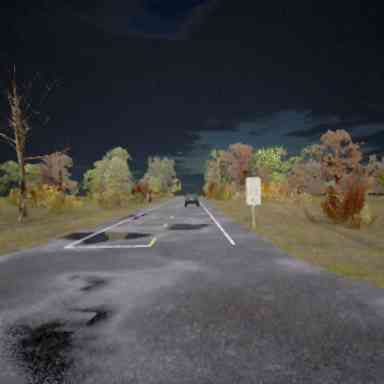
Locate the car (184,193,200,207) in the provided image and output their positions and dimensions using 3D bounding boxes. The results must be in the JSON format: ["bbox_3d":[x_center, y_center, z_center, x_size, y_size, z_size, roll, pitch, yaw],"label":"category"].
[{"bbox_3d":[-0.022,1.153,49.387,2.150,2.045,5.566,-1,0,0],"label":"car"}]

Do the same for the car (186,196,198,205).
[{"bbox_3d":[-0.017,1.480,59.776,2.033,1.411,5.357,-1,0,0],"label":"car"}]
